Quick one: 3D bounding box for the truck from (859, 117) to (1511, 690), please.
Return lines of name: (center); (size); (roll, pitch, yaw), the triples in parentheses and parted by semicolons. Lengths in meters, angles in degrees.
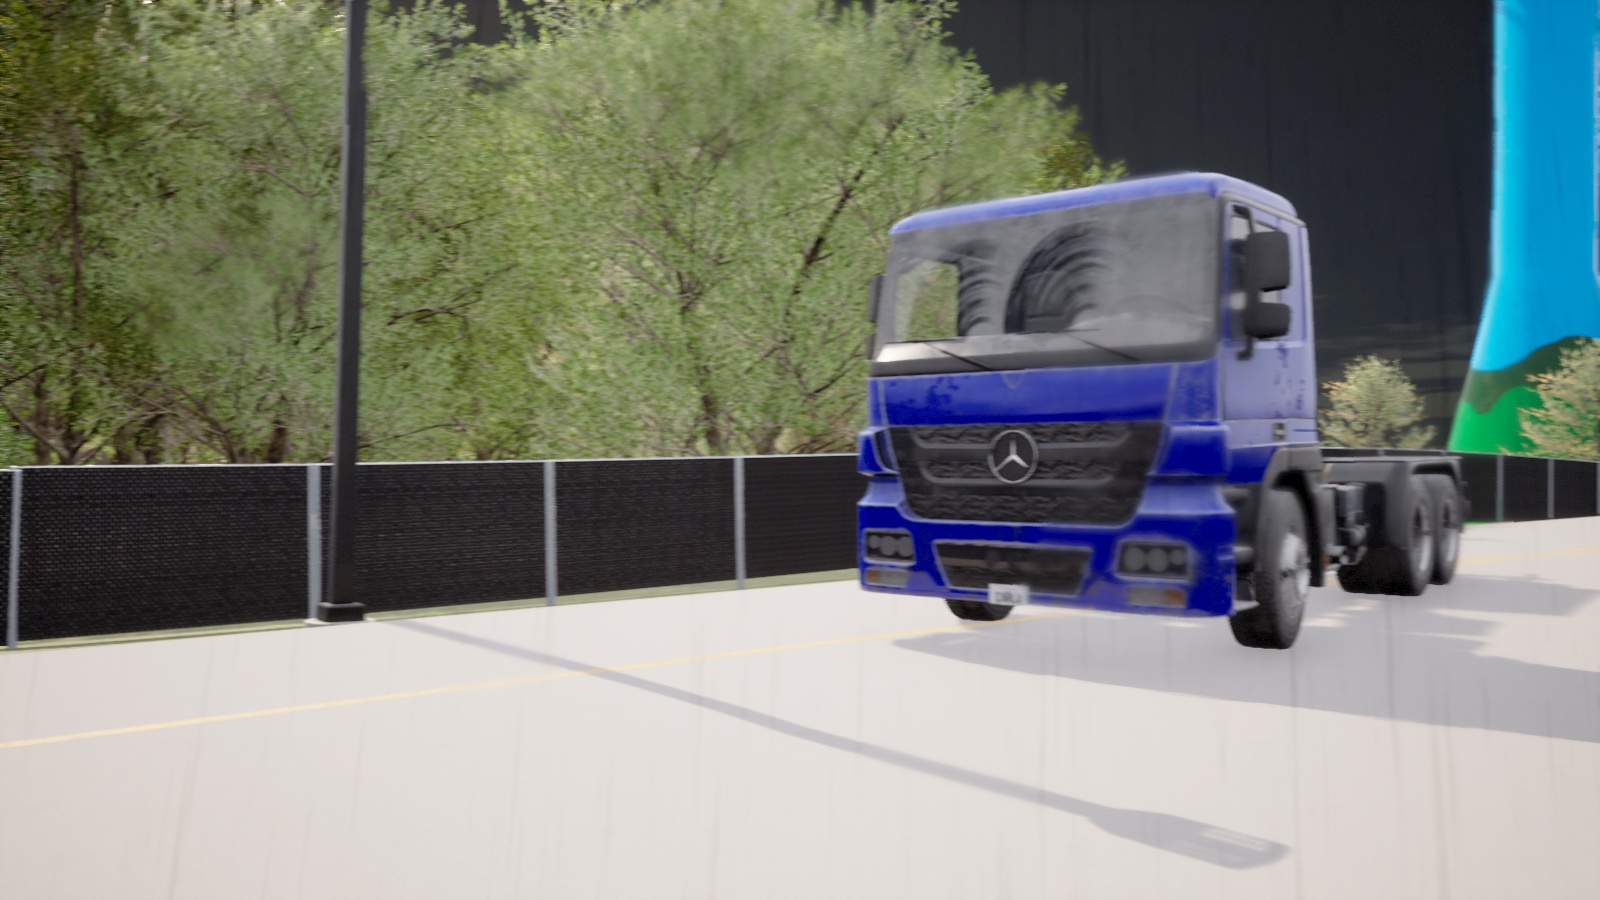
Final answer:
truck: (4.101, -0.303, 11.571); (2.891, 3.462, 7.936); (0, 0, 40)
